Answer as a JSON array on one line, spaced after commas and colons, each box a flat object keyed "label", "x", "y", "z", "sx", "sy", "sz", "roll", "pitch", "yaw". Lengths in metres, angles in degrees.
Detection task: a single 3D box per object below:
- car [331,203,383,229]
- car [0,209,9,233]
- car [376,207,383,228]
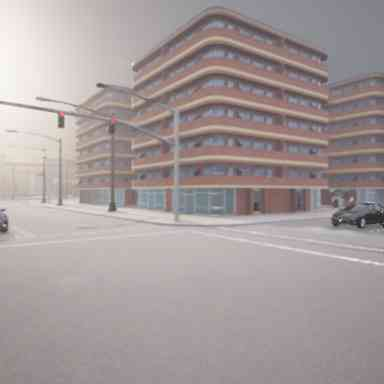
[{"label": "car", "x": 11.013, "y": 1.489, "z": 21.667, "sx": 4.892, "sy": 1.490, "sz": 1.837, "roll": 0, "pitch": 0, "yaw": -35}, {"label": "car", "x": -11.867, "y": 1.352, "z": 18.937, "sx": 2.097, "sy": 1.767, "sz": 4.553, "roll": 0, "pitch": 0, "yaw": -37}, {"label": "car", "x": 12.493, "y": 1.585, "z": 18.420, "sx": 4.718, "sy": 1.301, "sz": 1.895, "roll": 0, "pitch": 0, "yaw": -35}]
